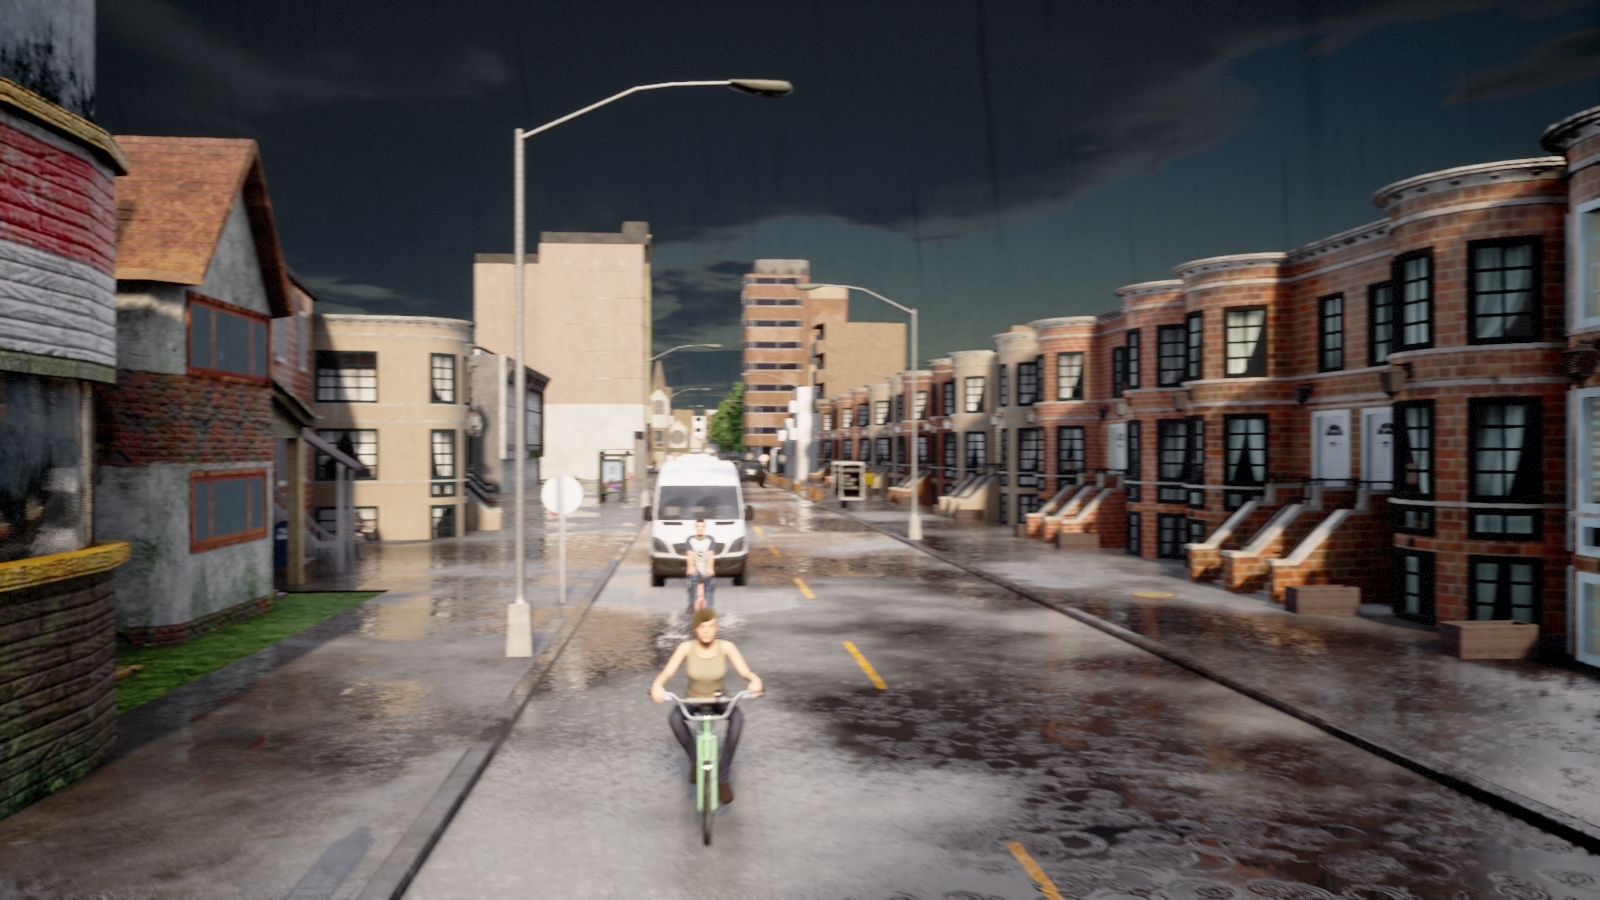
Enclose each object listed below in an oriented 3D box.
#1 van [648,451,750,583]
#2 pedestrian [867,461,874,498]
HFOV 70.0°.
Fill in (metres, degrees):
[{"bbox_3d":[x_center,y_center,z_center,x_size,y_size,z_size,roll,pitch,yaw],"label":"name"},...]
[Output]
[{"bbox_3d":[-2.247,1.308,25.347,1.988,2.561,5.915,0,0,-5],"label":"van"},{"bbox_3d":[3.586,1.495,58.151,0.375,1.860,0.375,0,0,2],"label":"pedestrian"}]
